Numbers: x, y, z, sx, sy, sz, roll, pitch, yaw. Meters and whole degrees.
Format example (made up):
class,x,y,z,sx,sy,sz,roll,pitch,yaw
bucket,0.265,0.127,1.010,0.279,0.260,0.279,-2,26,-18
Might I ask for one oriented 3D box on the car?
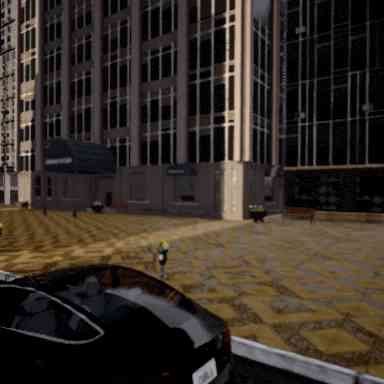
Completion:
class,x,y,z,sx,sy,sz,roll,pitch,yaw
car,-1.585,1.565,3.993,4.313,1.339,1.947,0,1,35
